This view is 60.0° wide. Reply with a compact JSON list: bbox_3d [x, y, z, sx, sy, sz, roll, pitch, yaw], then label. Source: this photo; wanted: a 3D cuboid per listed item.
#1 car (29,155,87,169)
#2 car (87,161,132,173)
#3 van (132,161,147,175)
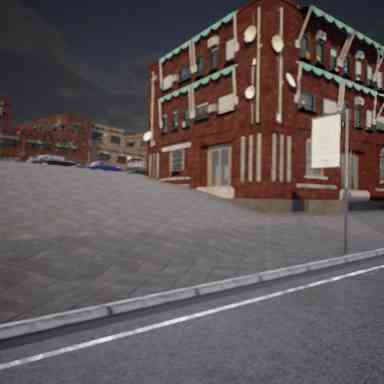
[{"bbox_3d":[-12.726,-2.683,31.051,2.002,1.452,4.674,0,-2,41],"label":"car"},{"bbox_3d":[-9.166,-2.463,35.294,2.002,1.452,4.674,0,-2,40],"label":"car"},{"bbox_3d":[-5.580,-2.482,39.696,1.878,1.987,4.442,0,-2,39],"label":"van"}]
